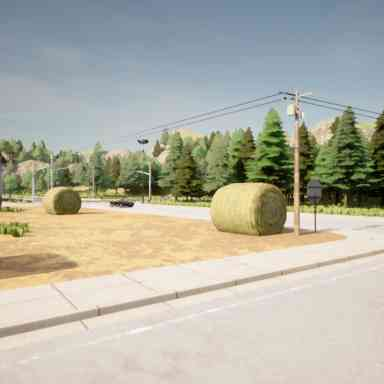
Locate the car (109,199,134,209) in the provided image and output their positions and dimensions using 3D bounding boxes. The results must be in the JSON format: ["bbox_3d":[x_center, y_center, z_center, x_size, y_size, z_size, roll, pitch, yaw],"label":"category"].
[{"bbox_3d":[-9.995,1.637,47.303,1.895,1.301,4.718,0,0,-38],"label":"car"}]
